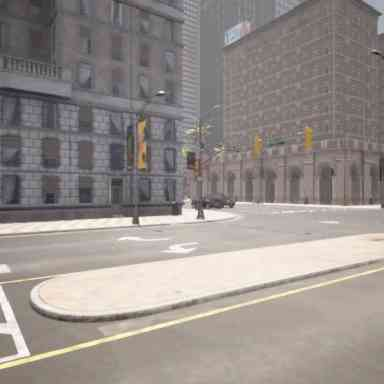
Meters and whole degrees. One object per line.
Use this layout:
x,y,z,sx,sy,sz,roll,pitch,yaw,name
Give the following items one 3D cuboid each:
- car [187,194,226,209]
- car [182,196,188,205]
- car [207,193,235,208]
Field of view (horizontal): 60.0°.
1.850,1.477,44.629,1.882,1.535,5.008,0,0,-35,car
-2.846,1.487,57.764,2.128,1.511,4.902,0,0,-34,car
3.825,1.221,47.901,2.150,2.045,5.566,0,0,-35,car
